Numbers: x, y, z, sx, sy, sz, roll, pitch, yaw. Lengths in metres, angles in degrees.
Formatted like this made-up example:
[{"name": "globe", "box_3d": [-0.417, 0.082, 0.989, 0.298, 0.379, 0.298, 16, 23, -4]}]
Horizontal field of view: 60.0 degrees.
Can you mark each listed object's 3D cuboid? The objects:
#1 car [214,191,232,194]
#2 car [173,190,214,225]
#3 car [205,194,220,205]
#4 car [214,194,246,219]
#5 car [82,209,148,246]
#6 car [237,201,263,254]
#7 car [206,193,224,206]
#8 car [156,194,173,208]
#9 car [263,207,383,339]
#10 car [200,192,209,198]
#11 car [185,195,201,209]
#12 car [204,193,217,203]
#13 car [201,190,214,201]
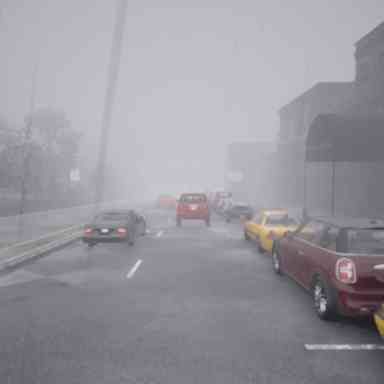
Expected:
[{"name": "car", "box_3d": [3.194, 0.952, 35.139, 2.435, 2.045, 5.566, 0, 0, 0]}, {"name": "car", "box_3d": [0.083, 1.046, 22.417, 2.150, 2.045, 5.566, 0, 1, 0]}, {"name": "car", "box_3d": [3.175, 1.068, 51.873, 1.946, 1.575, 5.366, 0, 0, 0]}, {"name": "car", "box_3d": [3.202, 1.249, 29.457, 2.231, 1.521, 4.892, 0, 0, 0]}, {"name": "car", "box_3d": [-3.160, 1.432, 14.538, 2.033, 1.411, 5.357, 0, 0, 0]}, {"name": "car", "box_3d": [3.220, 1.373, 13.074, 1.946, 1.575, 5.366, 0, 0, 0]}, {"name": "car", "box_3d": [3.181, 0.991, 46.130, 2.185, 1.767, 4.553, 0, 0, 0]}, {"name": "car", "box_3d": [-3.189, 1.026, 41.356, 2.097, 1.767, 4.553, 0, 0, 0]}, {"name": "car", "box_3d": [3.224, 1.296, 7.330, 2.185, 1.767, 4.553, 0, 0, 0]}, {"name": "car", "box_3d": [3.140, 0.843, 84.743, 2.163, 1.488, 4.792, 0, 0, 0]}, {"name": "car", "box_3d": [0.063, 1.149, 41.667, 1.882, 1.535, 5.008, 0, 1, 0]}, {"name": "car", "box_3d": [3.222, 1.019, 58.745, 2.231, 1.521, 4.892, 0, 0, 1]}, {"name": "car", "box_3d": [3.156, 0.692, 68.163, 2.435, 2.045, 5.566, 0, 0, 0]}]
